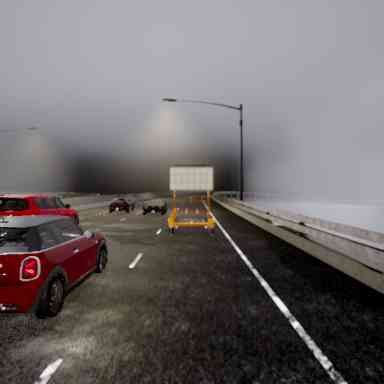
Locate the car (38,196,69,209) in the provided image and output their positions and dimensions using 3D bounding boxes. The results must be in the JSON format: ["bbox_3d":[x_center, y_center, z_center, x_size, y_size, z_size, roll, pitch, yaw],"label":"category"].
[{"bbox_3d":[-17.460,1.238,42.258,1.837,1.490,4.892,0,0,1],"label":"car"}]

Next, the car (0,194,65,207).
[{"bbox_3d":[-6.926,1.128,14.827,2.150,2.045,5.566,0,0,0],"label":"car"}]

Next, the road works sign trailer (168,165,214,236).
[{"bbox_3d":[-0.031,0.350,17.730,2.380,3.560,2.880,0,0,0],"label":"road works sign trailer"}]

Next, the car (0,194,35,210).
[{"bbox_3d":[-20.981,1.102,39.982,2.097,1.767,4.553,0,0,1],"label":"car"}]

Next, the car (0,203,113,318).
[{"bbox_3d":[-3.419,1.304,7.467,2.097,1.767,4.553,0,0,0],"label":"car"}]

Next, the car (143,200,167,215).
[{"bbox_3d":[-3.368,1.399,31.233,1.895,1.301,4.718,0,0,0],"label":"car"}]

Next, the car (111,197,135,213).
[{"bbox_3d":[-6.855,1.294,32.911,1.837,1.490,4.892,0,0,0],"label":"car"}]
